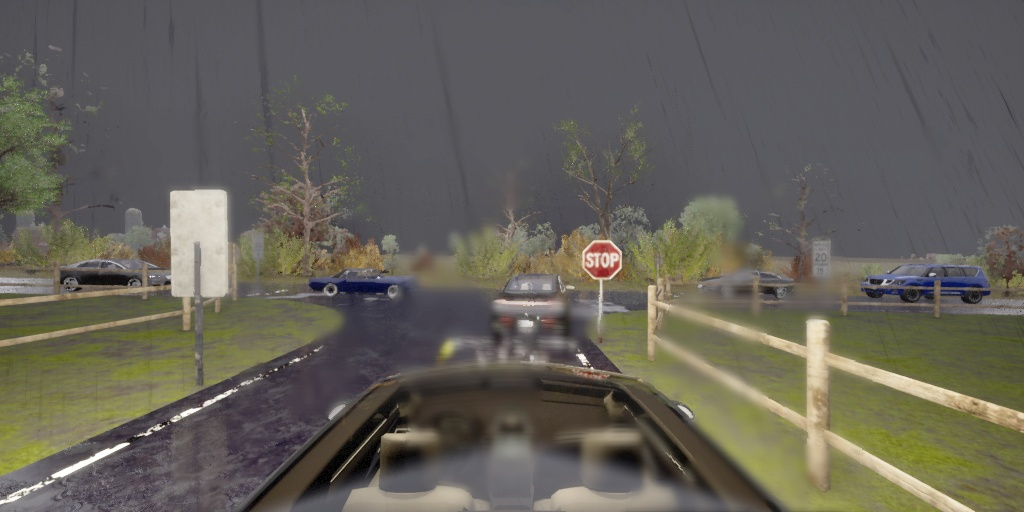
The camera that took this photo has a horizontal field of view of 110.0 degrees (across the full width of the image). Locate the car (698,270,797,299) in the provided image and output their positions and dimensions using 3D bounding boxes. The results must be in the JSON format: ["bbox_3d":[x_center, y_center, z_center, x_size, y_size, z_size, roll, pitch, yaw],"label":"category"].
[{"bbox_3d":[13.004,1.525,19.965,4.902,1.511,2.128,1,1,0],"label":"car"}]

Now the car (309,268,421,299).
[{"bbox_3d":[-6.822,1.248,17.037,4.718,1.301,1.895,1,1,0],"label":"car"}]

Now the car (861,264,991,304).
[{"bbox_3d":[22.900,1.466,19.954,5.566,2.045,2.150,1,1,0],"label":"car"}]

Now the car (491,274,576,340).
[{"bbox_3d":[0.707,1.240,10.006,2.128,1.511,4.902,0,0,9],"label":"car"}]

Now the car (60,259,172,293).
[{"bbox_3d":[-18.490,0.885,17.054,4.902,1.511,2.128,1,1,0],"label":"car"}]
